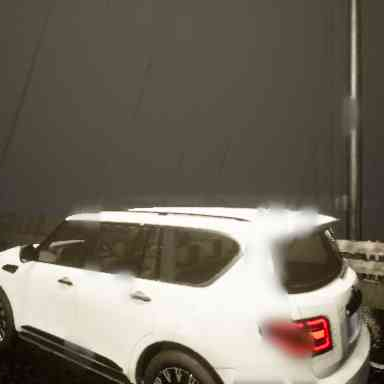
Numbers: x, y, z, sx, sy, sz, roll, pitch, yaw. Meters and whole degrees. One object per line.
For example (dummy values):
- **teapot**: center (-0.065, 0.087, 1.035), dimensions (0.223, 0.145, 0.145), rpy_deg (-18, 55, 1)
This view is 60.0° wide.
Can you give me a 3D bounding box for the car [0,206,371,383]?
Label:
- **car**: center (-0.728, 1.218, 4.522), dimensions (5.566, 2.045, 2.150), rpy_deg (0, 0, 36)
